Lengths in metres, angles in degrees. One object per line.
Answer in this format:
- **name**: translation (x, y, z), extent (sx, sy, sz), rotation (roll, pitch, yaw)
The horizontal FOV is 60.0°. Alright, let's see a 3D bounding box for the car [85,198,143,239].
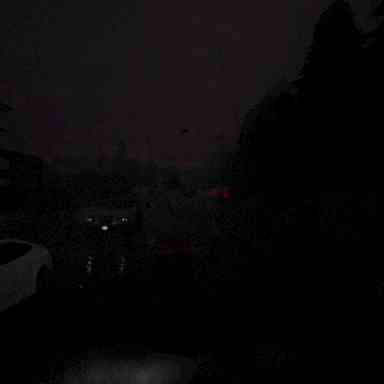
- **car**: translation (-4.090, 1.358, 18.405), extent (2.150, 2.045, 5.566), rotation (0, -1, 0)

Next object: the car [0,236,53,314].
- **car**: translation (-4.097, 1.570, 5.924), extent (1.812, 1.442, 4.674), rotation (0, 0, 0)

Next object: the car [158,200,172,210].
- **car**: translation (-4.052, 1.965, 50.461), extent (2.033, 1.411, 5.357), rotation (0, 0, 0)
